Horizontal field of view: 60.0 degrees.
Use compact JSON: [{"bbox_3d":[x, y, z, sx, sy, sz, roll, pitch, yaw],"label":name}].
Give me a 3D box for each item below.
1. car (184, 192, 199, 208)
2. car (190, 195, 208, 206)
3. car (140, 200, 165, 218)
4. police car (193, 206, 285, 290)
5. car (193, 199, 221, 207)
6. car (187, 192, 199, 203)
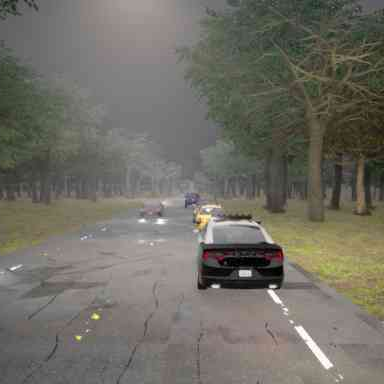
[{"bbox_3d":[0.116,1.106,45.851,2.150,2.045,5.566,0,0,0],"label":"car"},{"bbox_3d":[1.105,1.313,25.088,2.097,1.767,4.553,0,0,0],"label":"car"},{"bbox_3d":[-3.434,1.474,29.573,1.812,1.442,4.674,0,0,0],"label":"car"},{"bbox_3d":[1.071,1.418,9.225,1.930,1.638,5.238,0,0,0],"label":"police car"},{"bbox_3d":[1.093,1.431,19.306,1.801,1.575,5.366,0,0,0],"label":"car"},{"bbox_3d":[0.142,1.010,64.121,2.150,2.045,5.566,0,0,0],"label":"car"}]
